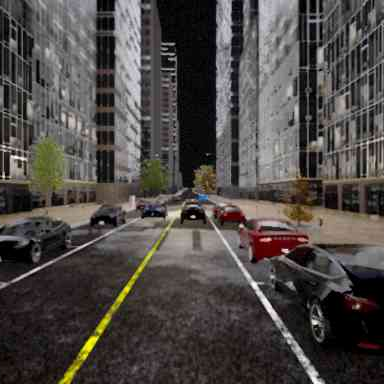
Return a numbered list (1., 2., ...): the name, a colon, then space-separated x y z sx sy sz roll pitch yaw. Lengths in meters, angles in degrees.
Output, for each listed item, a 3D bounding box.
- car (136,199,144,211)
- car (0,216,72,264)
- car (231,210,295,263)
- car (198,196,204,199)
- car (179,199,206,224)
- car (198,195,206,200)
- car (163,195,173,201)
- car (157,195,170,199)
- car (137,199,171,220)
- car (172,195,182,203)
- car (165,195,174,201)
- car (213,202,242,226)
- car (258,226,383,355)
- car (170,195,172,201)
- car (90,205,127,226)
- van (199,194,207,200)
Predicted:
1. car: -5.710 1.541 40.260 1.887 1.381 4.507 0 0 0
2. car: -5.698 1.568 11.799 1.947 1.339 4.313 0 0 0
3. car: 2.682 1.547 11.794 1.887 1.381 4.507 0 0 0
4. car: 0.082 1.542 42.948 2.033 1.411 5.357 0 0 0
5. car: 0.096 1.527 25.036 1.812 1.442 4.674 0 0 0
6. car: 2.650 1.478 91.492 2.008 1.369 4.403 0 0 0
7. car: -5.726 1.501 80.107 2.008 1.369 4.403 0 0 0
8. car: -5.719 1.413 63.030 1.967 1.590 4.097 0 0 0
9. car: -3.111 1.565 28.140 1.994 1.385 4.181 0 0 0
10. car: -3.031 1.514 69.189 1.994 1.385 4.181 0 0 0
11. car: -5.728 1.490 85.800 2.008 1.369 4.403 0 0 0
12. car: 2.678 1.584 23.179 1.802 1.307 4.206 0 0 0
13. car: 2.685 1.568 6.102 1.947 1.339 4.313 0 0 0
14. car: -5.721 1.406 68.722 1.967 1.590 4.097 0 0 0
15. car: -5.703 1.567 23.183 1.947 1.339 4.313 0 0 0
16. van: 2.655 1.291 80.107 1.690 1.788 3.998 0 0 0
